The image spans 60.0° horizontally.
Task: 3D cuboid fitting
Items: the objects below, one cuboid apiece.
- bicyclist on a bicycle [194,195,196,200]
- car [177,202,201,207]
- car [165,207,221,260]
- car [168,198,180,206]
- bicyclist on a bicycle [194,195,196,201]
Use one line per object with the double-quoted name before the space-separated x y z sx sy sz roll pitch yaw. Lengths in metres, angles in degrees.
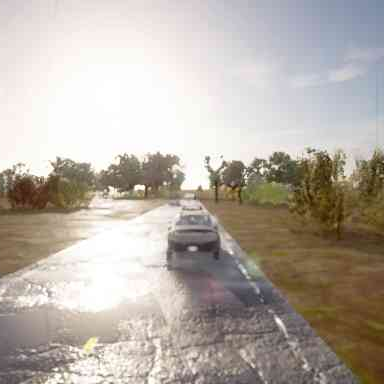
"bicyclist on a bicycle" 0.787 1.552 83.792 0.659 1.776 1.843 0 0 0
"car" 0.030 1.678 27.000 1.895 1.301 4.718 0 0 1
"car" 0.041 1.531 12.619 2.128 1.511 4.902 0 0 0
"car" -3.083 1.741 57.019 1.895 1.301 4.718 0 0 0
"bicyclist on a bicycle" 0.784 1.647 92.796 0.582 1.620 1.656 0 0 0
